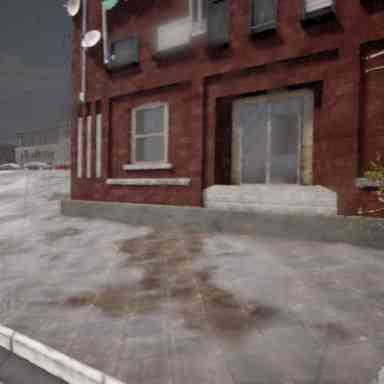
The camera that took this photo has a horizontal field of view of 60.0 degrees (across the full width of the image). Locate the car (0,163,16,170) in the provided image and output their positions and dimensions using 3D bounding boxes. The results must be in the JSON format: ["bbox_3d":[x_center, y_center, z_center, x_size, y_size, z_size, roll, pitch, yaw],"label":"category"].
[{"bbox_3d":[-25.764,-3.420,47.725,4.674,1.452,2.002,1,1,28],"label":"car"}]

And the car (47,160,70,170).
[{"bbox_3d":[-15.852,-3.364,42.824,4.553,1.767,2.185,1,1,26],"label":"car"}]

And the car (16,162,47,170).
[{"bbox_3d":[-20.932,-3.359,45.266,4.892,1.521,2.231,1,1,27],"label":"car"}]
